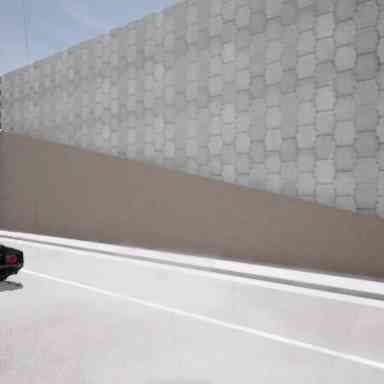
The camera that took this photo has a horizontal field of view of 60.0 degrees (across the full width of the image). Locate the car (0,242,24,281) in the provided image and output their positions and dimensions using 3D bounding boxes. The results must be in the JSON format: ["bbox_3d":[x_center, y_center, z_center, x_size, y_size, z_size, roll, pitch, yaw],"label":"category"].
[{"bbox_3d":[-6.372,1.585,8.518,4.718,1.301,1.895,0,0,36],"label":"car"}]
